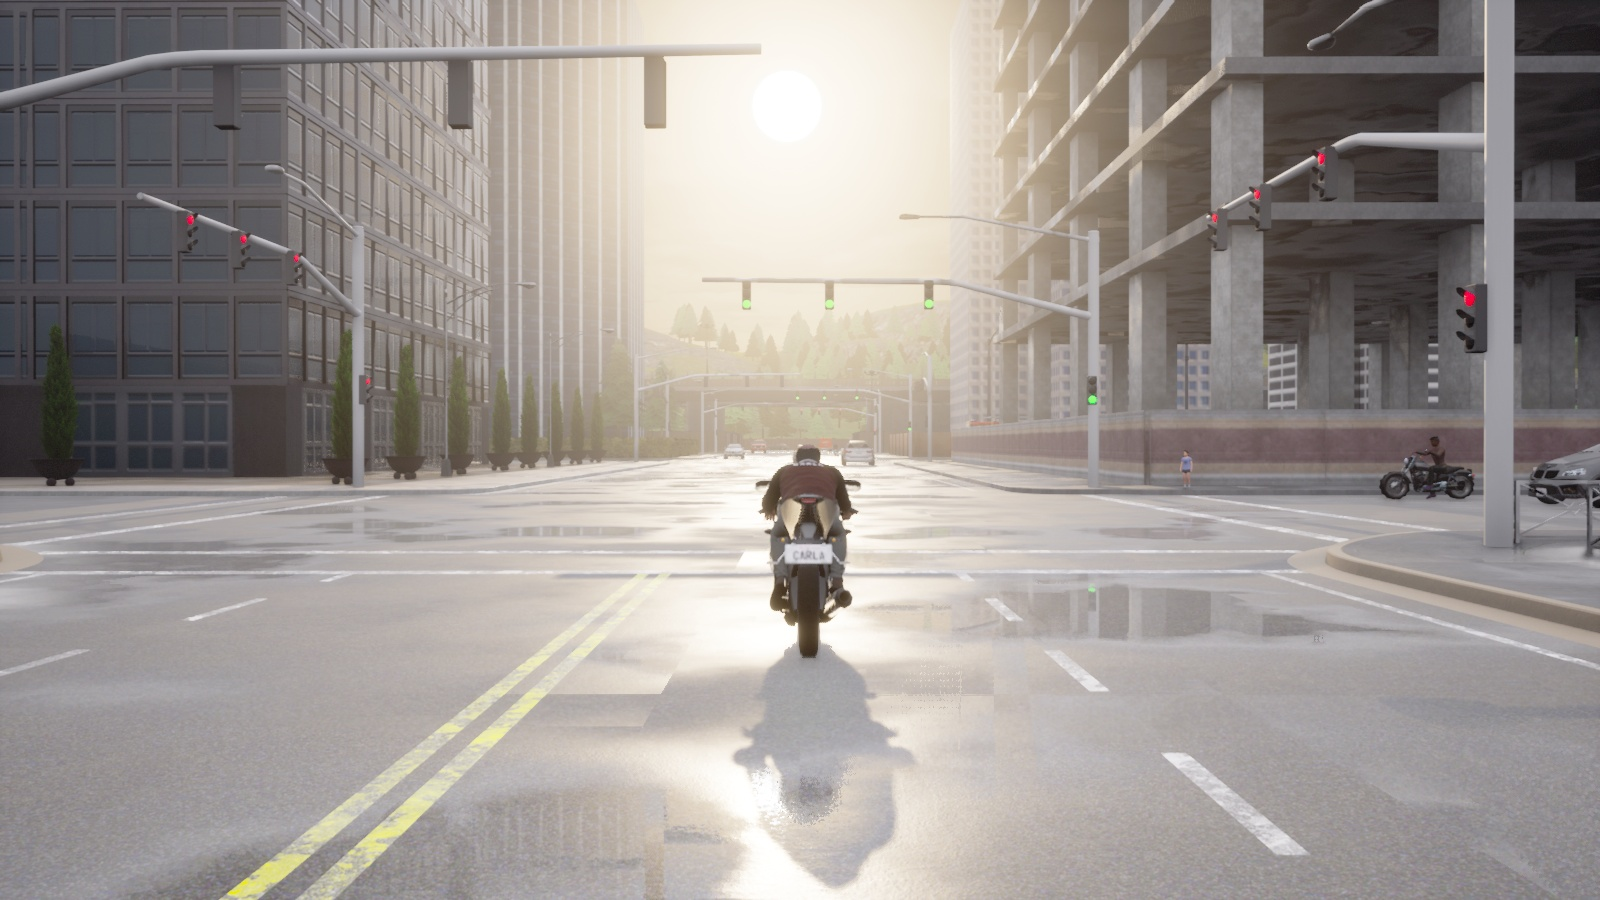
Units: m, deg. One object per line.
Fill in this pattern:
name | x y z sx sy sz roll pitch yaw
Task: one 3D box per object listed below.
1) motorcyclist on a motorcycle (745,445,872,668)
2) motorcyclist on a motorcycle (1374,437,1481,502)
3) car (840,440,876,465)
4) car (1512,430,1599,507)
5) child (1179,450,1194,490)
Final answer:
motorcyclist on a motorcycle | 0.063 0.731 9.728 0.866 1.530 2.191 0 0 0
motorcyclist on a motorcycle | 15.919 0.487 31.886 2.350 1.649 0.766 0 0 0
car | 3.941 0.144 86.062 2.242 1.667 4.611 0 0 0
car | 19.039 0.402 28.383 4.611 1.667 2.242 0 0 0
child | 10.751 0.548 34.926 0.394 1.110 0.255 0 0 -43
